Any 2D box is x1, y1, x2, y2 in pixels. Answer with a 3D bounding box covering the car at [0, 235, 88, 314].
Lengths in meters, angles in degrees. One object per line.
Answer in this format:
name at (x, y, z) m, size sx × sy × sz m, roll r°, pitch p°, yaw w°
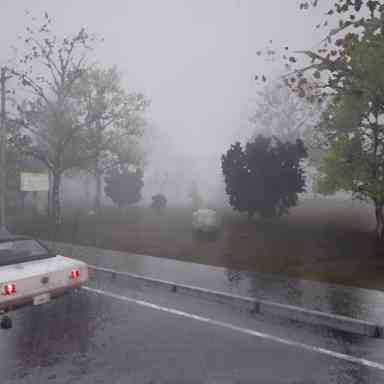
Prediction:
car at (-4.445, 1.600, 7.158) m, size 4.718 × 1.301 × 1.895 m, roll 0°, pitch 0°, yaw 35°
